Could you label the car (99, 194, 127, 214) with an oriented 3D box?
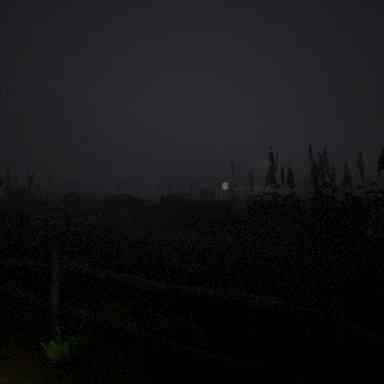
[{"bbox_3d":[-5.464,0.924,27.913,2.128,1.511,4.902,0,2,37],"label":"car"}]
